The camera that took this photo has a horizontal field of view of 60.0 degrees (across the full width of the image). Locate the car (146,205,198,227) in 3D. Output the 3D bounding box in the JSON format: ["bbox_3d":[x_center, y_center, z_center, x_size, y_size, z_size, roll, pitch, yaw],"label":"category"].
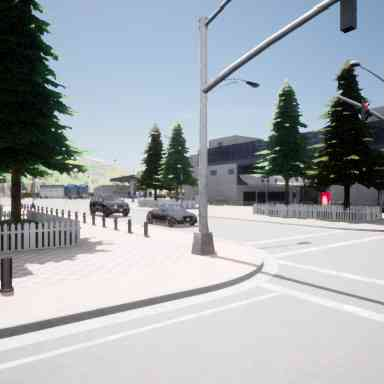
[{"bbox_3d":[-1.450,1.579,22.849,1.994,1.385,4.181,0,0,-37],"label":"car"}]

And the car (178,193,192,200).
[{"bbox_3d":[-1.834,1.092,88.044,1.905,1.878,3.866,0,0,-37],"label":"car"}]

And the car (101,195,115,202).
[{"bbox_3d":[-18.931,1.389,75.022,1.845,1.501,3.633,0,0,-37],"label":"car"}]

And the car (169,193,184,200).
[{"bbox_3d":[-3.922,1.113,85.982,1.932,1.855,4.605,0,0,-37],"label":"car"}]

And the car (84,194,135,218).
[{"bbox_3d":[-7.885,1.237,31.366,2.150,2.045,5.566,0,0,-37],"label":"car"}]

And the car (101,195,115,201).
[{"bbox_3d":[-20.958,1.399,82.757,1.970,1.475,3.806,0,0,-37],"label":"car"}]
